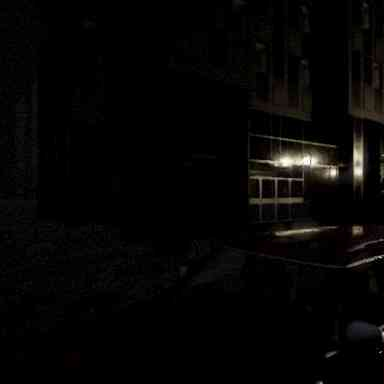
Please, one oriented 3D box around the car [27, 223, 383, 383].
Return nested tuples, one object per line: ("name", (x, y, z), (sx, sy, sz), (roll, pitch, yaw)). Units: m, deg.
("car", (1.105, 1.330, 3.322), (5.009, 1.841, 2.192), (0, 0, -36))
